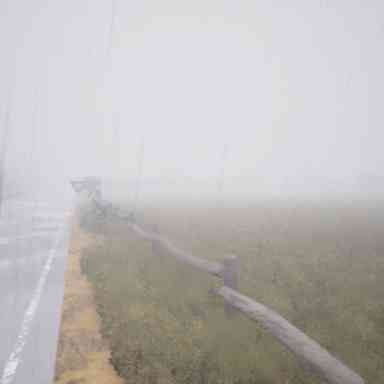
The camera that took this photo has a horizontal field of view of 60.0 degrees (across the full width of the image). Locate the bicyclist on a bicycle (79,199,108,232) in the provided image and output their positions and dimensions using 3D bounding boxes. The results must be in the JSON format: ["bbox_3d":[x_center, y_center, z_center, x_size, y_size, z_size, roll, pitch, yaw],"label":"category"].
[{"bbox_3d":[-4.658,1.158,16.260,1.656,1.620,0.582,-1,1,-19],"label":"bicyclist on a bicycle"}]
